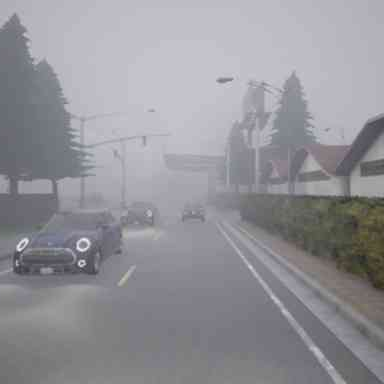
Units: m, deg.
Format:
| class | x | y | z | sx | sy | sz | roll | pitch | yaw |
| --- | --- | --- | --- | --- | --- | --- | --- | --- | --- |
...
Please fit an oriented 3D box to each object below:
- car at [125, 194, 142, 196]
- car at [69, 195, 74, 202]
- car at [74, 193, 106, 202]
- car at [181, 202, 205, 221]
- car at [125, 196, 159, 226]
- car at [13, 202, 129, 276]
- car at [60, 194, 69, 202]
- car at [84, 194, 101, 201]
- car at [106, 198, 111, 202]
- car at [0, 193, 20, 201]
| class | x | y | z | sx | sy | sz | roll | pitch | yaw |
| --- | --- | --- | --- | --- | --- | --- | --- | --- | --- |
| car | -16.429 | 1.371 | 92.491 | 5.027 | 1.636 | 2.152 | 0 | 0 | -1 |
| car | -24.018 | 1.329 | 70.608 | 4.514 | 1.523 | 2.007 | 0 | 0 | -1 |
| car | -16.770 | 1.101 | 54.907 | 3.866 | 1.878 | 1.905 | 0 | 0 | -1 |
| car | 0.113 | 1.530 | 27.107 | 2.033 | 1.411 | 5.357 | 1 | 1 | 0 |
| car | -3.497 | 1.366 | 23.096 | 2.097 | 1.767 | 4.553 | 0 | 0 | 0 |
| car | -3.583 | 1.357 | 10.457 | 2.097 | 1.767 | 4.553 | 0 | 0 | 0 |
| car | -24.657 | 1.123 | 58.148 | 4.605 | 1.855 | 1.932 | 0 | 0 | -1 |
| car | -24.034 | 1.355 | 80.601 | 3.633 | 1.501 | 1.845 | 0 | 0 | -1 |
| car | -16.178 | 1.387 | 58.235 | 3.806 | 1.475 | 1.970 | 0 | 0 | -1 |
| car | -42.562 | 1.132 | 76.882 | 4.605 | 1.855 | 1.932 | 0 | 0 | -1 |
